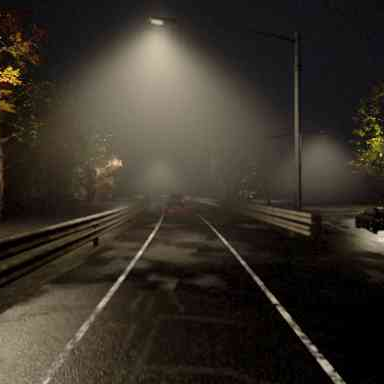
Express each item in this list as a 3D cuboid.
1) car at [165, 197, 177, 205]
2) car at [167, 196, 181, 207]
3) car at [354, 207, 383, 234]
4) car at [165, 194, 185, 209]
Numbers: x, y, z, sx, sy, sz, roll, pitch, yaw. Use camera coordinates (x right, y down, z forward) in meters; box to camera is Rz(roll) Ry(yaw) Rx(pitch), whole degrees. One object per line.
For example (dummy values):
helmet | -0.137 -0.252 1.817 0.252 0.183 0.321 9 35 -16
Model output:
car | -4.029 1.627 62.767 1.994 1.385 4.181 0 0 -8
car | -2.988 1.526 53.960 1.882 1.535 5.008 0 0 -7
car | 10.772 1.563 19.005 1.994 1.385 4.181 0 0 10
car | -2.240 1.261 46.651 2.150 2.045 5.566 0 0 -5
